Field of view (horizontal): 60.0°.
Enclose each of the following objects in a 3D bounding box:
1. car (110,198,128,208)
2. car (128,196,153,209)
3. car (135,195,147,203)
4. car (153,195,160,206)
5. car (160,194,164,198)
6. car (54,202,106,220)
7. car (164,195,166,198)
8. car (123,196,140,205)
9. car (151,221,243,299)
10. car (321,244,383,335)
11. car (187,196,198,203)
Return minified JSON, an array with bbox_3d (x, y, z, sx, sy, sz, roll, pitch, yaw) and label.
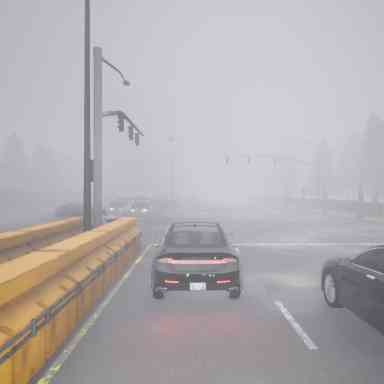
[{"bbox_3d":[-10.651,1.547,49.236,2.033,1.411,5.357,0,0,0],"label":"car"},{"bbox_3d":[-7.149,1.352,46.548,2.097,1.767,4.553,0,0,0],"label":"car"},{"bbox_3d":[-10.575,1.478,69.111,1.882,1.535,5.008,0,0,0],"label":"car"},{"bbox_3d":[-7.149,1.547,56.022,2.033,1.411,5.357,0,0,0],"label":"car"},{"bbox_3d":[-7.108,1.526,65.836,1.812,1.442,4.674,0,0,0],"label":"car"},{"bbox_3d":[-9.505,1.564,28.277,4.181,1.385,1.994,0,0,-23],"label":"car"},{"bbox_3d":[-7.083,1.355,75.811,2.097,1.767,4.553,0,0,0],"label":"car"},{"bbox_3d":[-10.641,1.491,59.022,2.128,1.511,4.902,0,0,0],"label":"car"},{"bbox_3d":[0.075,1.492,8.440,2.128,1.511,4.902,0,0,-1],"label":"car"},{"bbox_3d":[3.596,1.505,5.027,1.837,1.490,4.892,0,0,0],"label":"car"},{"bbox_3d":[0.026,1.525,67.193,1.812,1.442,4.674,0,0,0],"label":"car"}]
